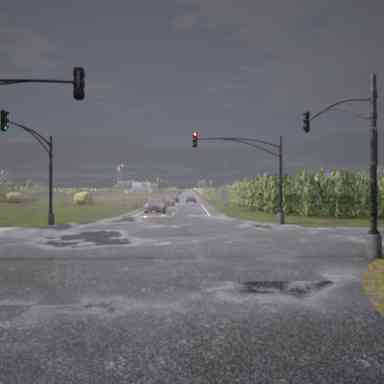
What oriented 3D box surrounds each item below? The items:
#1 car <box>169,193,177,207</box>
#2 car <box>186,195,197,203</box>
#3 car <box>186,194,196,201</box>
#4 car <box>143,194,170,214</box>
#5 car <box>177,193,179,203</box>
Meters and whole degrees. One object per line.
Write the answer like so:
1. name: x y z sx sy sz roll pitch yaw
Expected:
1. car: -3.723 1.292 49.851 2.097 1.767 4.553 0 0 0
2. car: -0.120 1.403 66.140 1.837 1.490 4.892 0 0 0
3. car: -0.198 1.322 76.444 2.128 1.511 4.902 0 0 0
4. car: -3.713 1.322 34.457 2.097 1.767 4.553 0 0 0
5. car: -3.698 1.136 66.324 2.150 2.045 5.566 0 0 0
